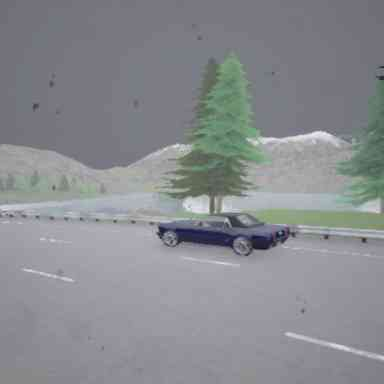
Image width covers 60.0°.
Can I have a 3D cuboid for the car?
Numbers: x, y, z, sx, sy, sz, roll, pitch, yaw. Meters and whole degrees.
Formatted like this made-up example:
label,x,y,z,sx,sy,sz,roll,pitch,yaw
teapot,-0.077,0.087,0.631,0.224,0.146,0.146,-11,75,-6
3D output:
label,x,y,z,sx,sy,sz,roll,pitch,yaw
car,0.965,1.393,12.052,4.718,1.301,1.895,0,1,34
